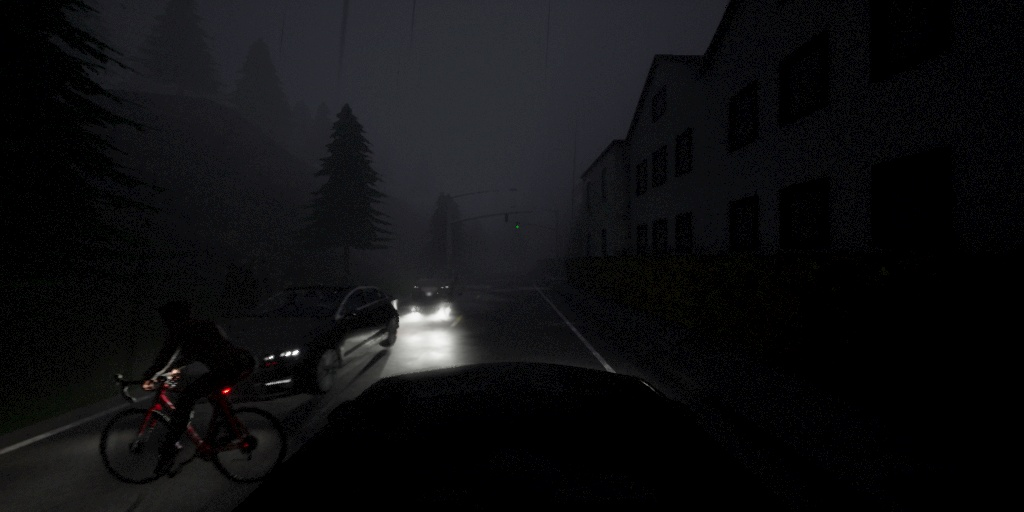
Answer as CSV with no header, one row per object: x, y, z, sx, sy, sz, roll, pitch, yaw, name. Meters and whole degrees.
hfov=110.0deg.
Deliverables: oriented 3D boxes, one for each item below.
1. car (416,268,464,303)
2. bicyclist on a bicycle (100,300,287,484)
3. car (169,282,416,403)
-3.552,1.389,17.885,2.128,1.511,4.902,0,-1,0,car
-2.815,1.216,3.173,1.656,1.620,0.582,0,-1,0,bicyclist on a bicycle
-3.597,1.286,6.762,2.128,1.511,4.902,0,0,0,car
